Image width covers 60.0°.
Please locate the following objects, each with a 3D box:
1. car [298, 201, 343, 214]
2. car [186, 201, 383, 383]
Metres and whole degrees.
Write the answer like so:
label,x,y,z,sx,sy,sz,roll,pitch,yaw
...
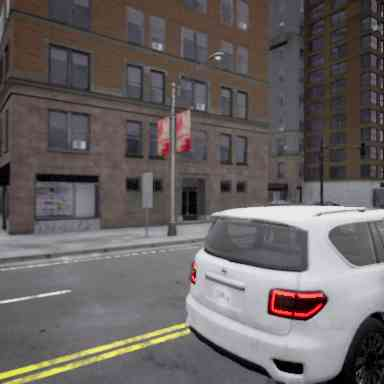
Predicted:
label,x,y,z,sx,sy,sz,roll,pitch,yaw
car,14.165,1.671,36.834,1.947,1.339,4.313,1,0,-35
car,2.532,1.233,5.237,5.566,2.045,2.150,0,0,-35
